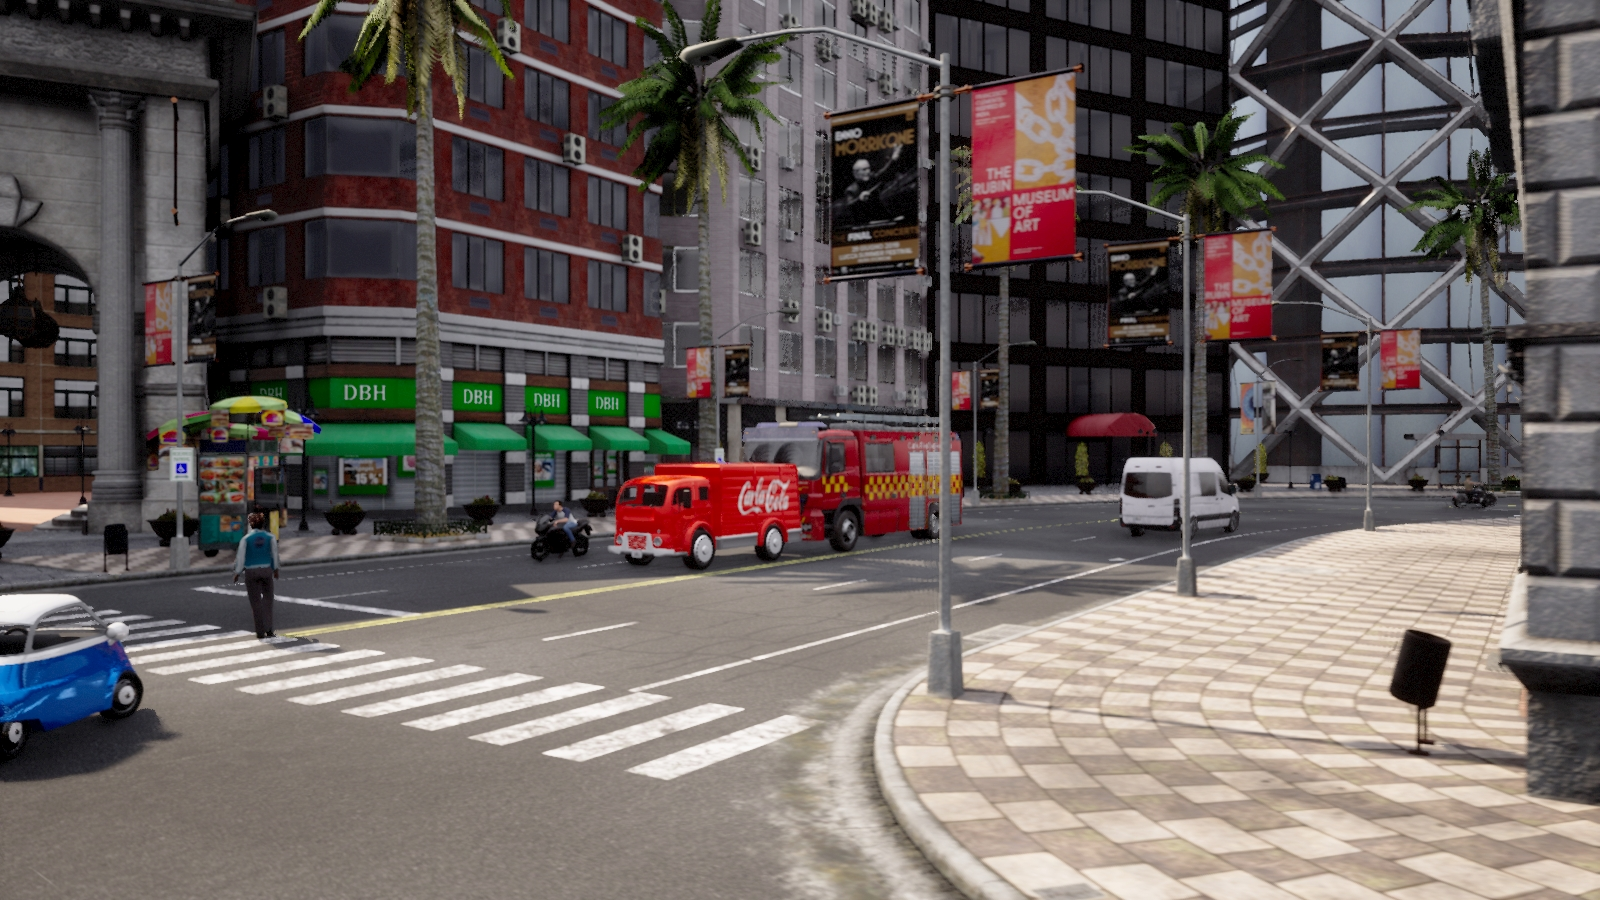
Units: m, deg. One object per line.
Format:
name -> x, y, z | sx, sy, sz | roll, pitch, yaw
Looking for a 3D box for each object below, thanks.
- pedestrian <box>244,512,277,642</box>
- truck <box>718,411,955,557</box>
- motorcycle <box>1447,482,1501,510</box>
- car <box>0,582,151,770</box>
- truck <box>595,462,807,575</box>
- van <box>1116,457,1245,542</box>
pedestrian -> -7.934, 1.849, 16.799 | 0.375, 1.860, 0.375 | 0, 0, -35
truck -> 1.358, 0.886, 34.243 | 2.891, 3.827, 8.468 | 0, 0, 35
motorcycle -> 31.871, 2.155, 54.040 | 2.356, 1.277, 0.764 | 0, 1, -15
car -> -7.597, 2.120, 11.099 | 1.481, 1.376, 2.207 | 0, 1, -6
truck -> -2.333, 1.565, 28.484 | 2.627, 2.467, 5.204 | 0, 0, 33
van -> 12.640, 1.527, 37.678 | 1.988, 2.561, 5.915 | 0, 0, 40
